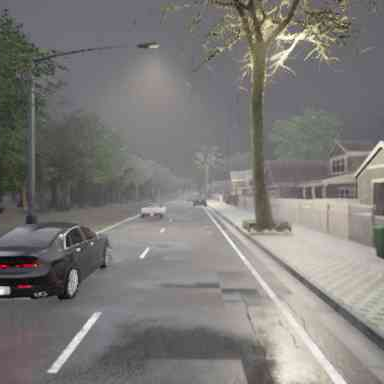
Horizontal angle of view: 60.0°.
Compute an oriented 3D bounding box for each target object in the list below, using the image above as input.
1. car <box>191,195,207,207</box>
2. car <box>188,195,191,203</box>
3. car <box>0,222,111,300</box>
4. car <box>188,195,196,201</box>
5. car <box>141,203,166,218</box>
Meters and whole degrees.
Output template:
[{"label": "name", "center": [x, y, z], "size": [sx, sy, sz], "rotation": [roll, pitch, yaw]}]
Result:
[{"label": "car", "center": [1.241, 1.430, 52.541], "size": [2.097, 1.767, 4.553], "rotation": [0, 0, 0]}, {"label": "car", "center": [0.023, 1.533, 71.234], "size": [2.033, 1.411, 5.357], "rotation": [0, 0, 0]}, {"label": "car", "center": [-3.398, 1.513, 8.356], "size": [1.837, 1.490, 4.892], "rotation": [0, 0, 0]}, {"label": "car", "center": [0.029, 1.564, 88.570], "size": [2.033, 1.411, 5.357], "rotation": [0, 0, 0]}, {"label": "car", "center": [-3.388, 1.639, 30.321], "size": [1.895, 1.301, 4.718], "rotation": [0, 0, 0]}]
